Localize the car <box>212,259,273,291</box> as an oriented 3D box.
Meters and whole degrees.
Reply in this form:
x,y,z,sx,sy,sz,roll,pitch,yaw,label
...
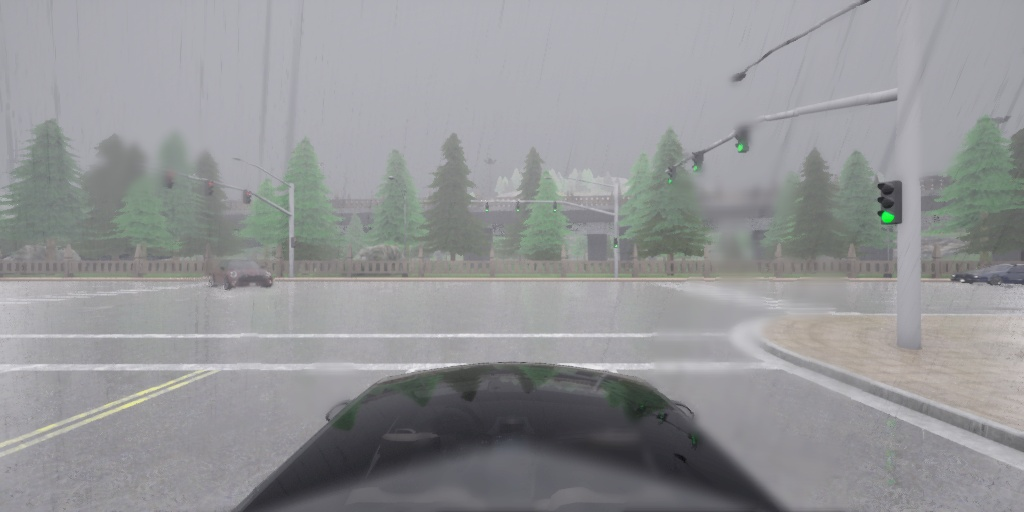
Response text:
x,y,z,sx,sy,sz,roll,pitch,yaw,label
-16.077,1.045,21.358,4.553,1.767,2.097,0,0,39,car

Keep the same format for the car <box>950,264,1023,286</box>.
x,y,z,sx,sy,sz,roll,pitch,yaw,label
32.598,1.241,23.480,5.357,1.411,2.033,0,0,8,car
